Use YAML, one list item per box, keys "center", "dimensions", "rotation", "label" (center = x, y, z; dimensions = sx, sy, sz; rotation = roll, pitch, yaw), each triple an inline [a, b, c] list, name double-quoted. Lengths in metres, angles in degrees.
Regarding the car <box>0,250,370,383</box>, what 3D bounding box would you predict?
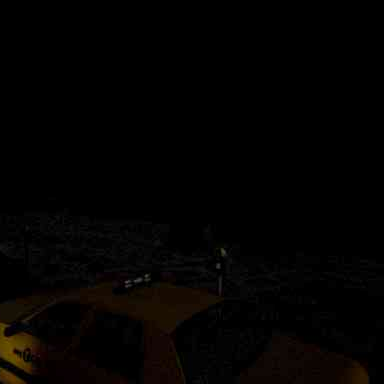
- center: [-0.785, 1.525, 3.526]
  dimensions: [4.829, 1.417, 1.752]
  rotation: [0, 0, 36]
  label: "car"
